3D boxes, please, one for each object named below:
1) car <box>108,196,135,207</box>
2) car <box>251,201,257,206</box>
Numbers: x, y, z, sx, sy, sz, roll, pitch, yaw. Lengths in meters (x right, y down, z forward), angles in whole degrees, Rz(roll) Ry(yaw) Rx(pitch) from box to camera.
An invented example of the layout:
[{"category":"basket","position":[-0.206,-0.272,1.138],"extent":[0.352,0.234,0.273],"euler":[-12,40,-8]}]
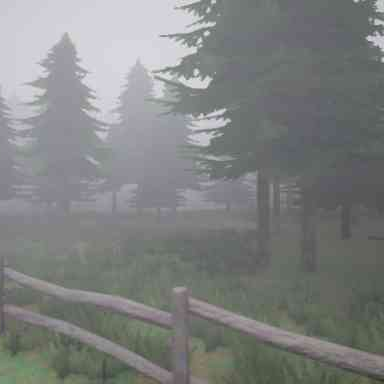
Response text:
[{"category":"car","position":[-7.857,1.533,41.970],"extent":[5.566,2.045,2.150],"euler":[-1,0,-10]},{"category":"car","position":[7.216,1.684,43.036],"extent":[5.008,1.535,1.882],"euler":[-1,0,2]}]
